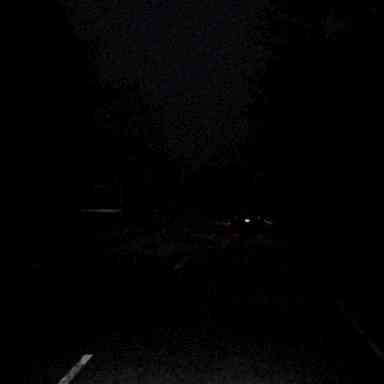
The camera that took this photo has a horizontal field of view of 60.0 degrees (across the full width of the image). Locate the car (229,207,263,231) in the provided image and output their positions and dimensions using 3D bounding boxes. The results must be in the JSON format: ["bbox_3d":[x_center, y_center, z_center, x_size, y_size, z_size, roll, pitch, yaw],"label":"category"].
[{"bbox_3d":[3.455,1.660,21.489,1.994,1.385,4.181,0,0,6],"label":"car"}]

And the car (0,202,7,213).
[{"bbox_3d":[-17.453,1.437,34.834,5.008,1.535,1.882,1,-1,-16],"label":"car"}]

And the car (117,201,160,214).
[{"bbox_3d":[-6.100,1.725,37.784,4.718,1.301,1.895,0,-1,22],"label":"car"}]
